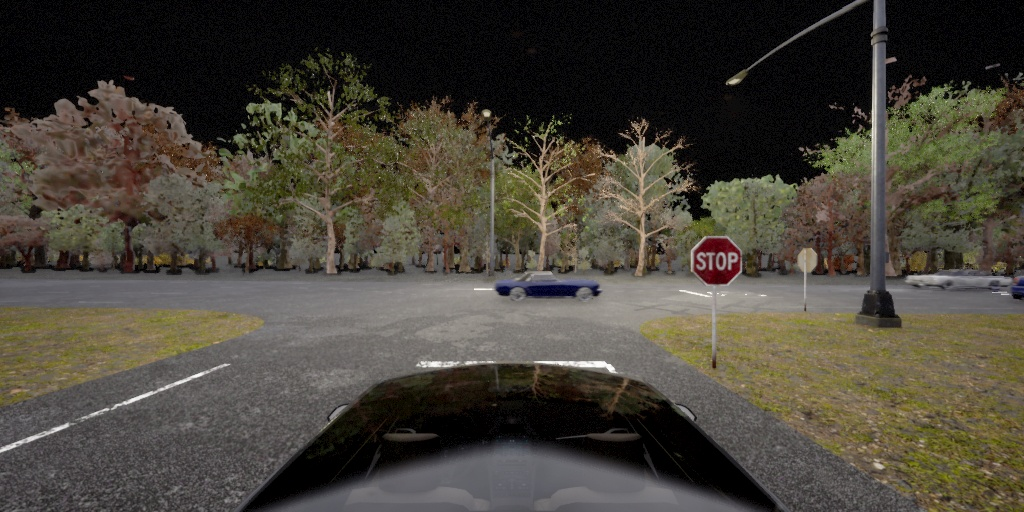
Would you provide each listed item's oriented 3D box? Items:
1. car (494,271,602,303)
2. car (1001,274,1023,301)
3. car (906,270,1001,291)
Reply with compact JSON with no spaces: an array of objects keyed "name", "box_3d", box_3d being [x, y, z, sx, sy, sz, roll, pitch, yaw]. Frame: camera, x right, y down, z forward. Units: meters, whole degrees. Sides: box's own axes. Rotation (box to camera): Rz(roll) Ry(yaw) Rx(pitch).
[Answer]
[{"name":"car","box_3d":[1.592,1.354,16.261,4.718,1.301,1.895,0,0,0]},{"name":"car","box_3d":[25.864,1.247,16.132,4.553,1.767,2.097,0,0,1]},{"name":"car","box_3d":[28.601,1.533,23.104,4.718,1.301,1.895,0,0,0]}]
